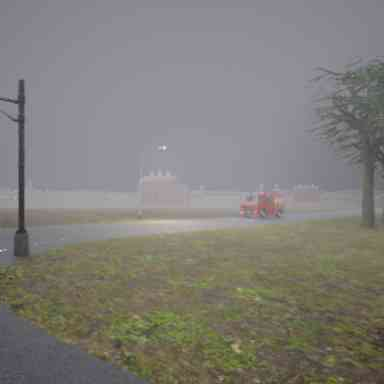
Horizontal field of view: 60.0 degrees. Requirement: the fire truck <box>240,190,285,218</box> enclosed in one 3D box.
[{"bbox_3d":[10.130,1.695,47.298,2.891,3.827,8.468,0,-2,39],"label":"fire truck"}]
